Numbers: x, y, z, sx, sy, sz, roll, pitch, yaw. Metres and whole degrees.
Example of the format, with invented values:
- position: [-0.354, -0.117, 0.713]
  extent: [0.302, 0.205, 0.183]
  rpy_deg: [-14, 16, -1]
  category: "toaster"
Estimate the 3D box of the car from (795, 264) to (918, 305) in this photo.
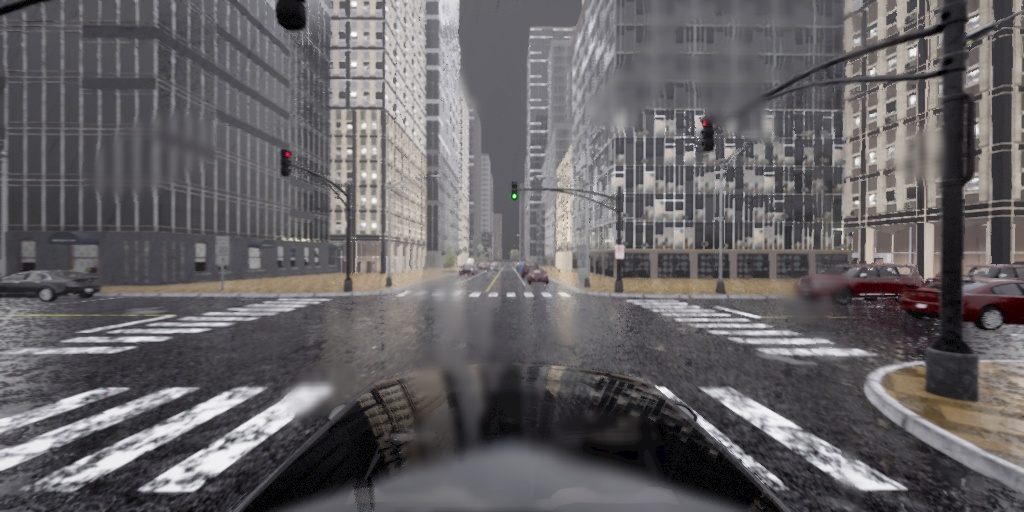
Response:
- position: [16.378, 1.286, 16.953]
  extent: [5.009, 1.841, 2.192]
  rpy_deg: [0, 0, -1]
  category: "car"

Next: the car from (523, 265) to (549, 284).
- position: [2.196, 1.714, 30.932]
  extent: [1.802, 1.307, 4.207]
  rpy_deg: [0, 0, -1]
  category: "car"

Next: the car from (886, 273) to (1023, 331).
- position: [15.552, 1.455, 11.495]
  extent: [5.008, 1.535, 1.882]
  rpy_deg: [0, 0, -1]
  category: "car"

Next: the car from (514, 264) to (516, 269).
- position: [1.868, 1.987, 64.075]
  extent: [1.967, 1.591, 4.097]
  rpy_deg: [0, 0, -1]
  category: "car"

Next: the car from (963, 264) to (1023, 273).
- position: [22.709, 1.318, 17.036]
  extent: [5.009, 1.841, 2.192]
  rpy_deg: [0, 0, -1]
  category: "car"

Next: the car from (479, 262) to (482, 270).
- position: [-5.892, 1.962, 52.918]
  extent: [1.802, 1.307, 4.207]
  rpy_deg: [0, 0, -1]
  category: "car"

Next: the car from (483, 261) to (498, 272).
- position: [-3.433, 2.008, 63.114]
  extent: [2.128, 1.511, 4.902]
  rpy_deg: [0, -1, -1]
  category: "car"

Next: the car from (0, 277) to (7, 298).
- position: [-19.295, 1.329, 11.041]
  extent: [4.674, 1.442, 1.812]
  rpy_deg: [0, 0, -1]
  category: "car"

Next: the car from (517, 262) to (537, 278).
- position: [2.096, 1.586, 41.980]
  extent: [2.192, 1.841, 5.009]
  rpy_deg: [0, 0, -1]
  category: "car"

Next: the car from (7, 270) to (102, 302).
- position: [-21.629, 1.322, 16.454]
  extent: [4.403, 1.370, 2.007]
  rpy_deg: [0, 0, -1]
  category: "car"

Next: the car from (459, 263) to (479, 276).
- position: [-5.831, 1.751, 47.394]
  extent: [1.967, 1.591, 4.097]
  rpy_deg: [0, 0, -1]
  category: "car"
